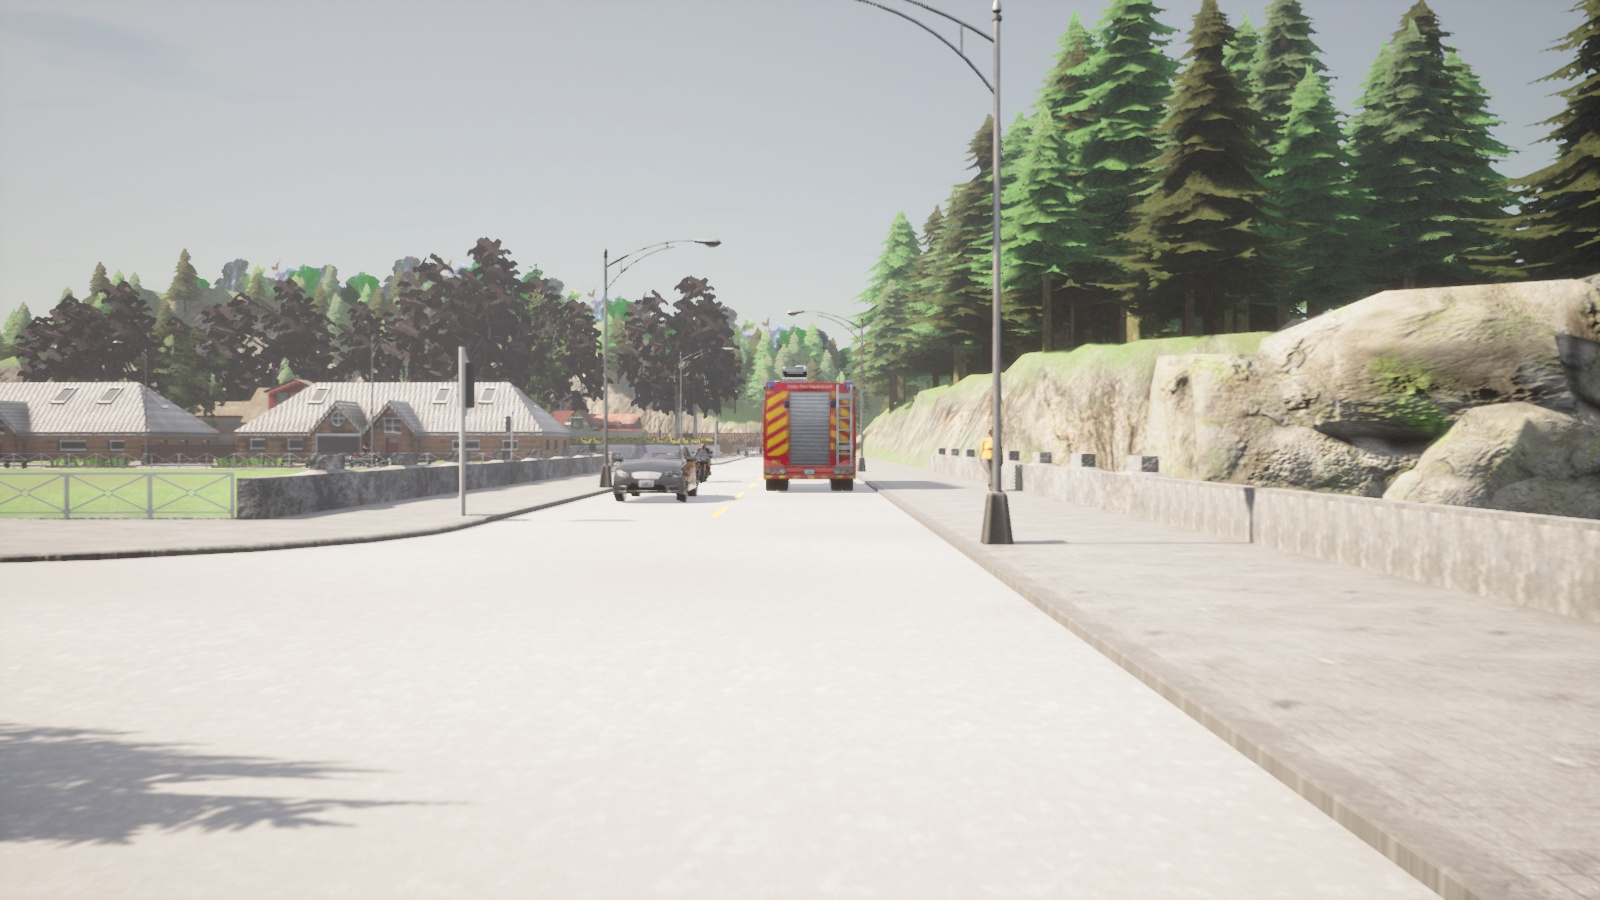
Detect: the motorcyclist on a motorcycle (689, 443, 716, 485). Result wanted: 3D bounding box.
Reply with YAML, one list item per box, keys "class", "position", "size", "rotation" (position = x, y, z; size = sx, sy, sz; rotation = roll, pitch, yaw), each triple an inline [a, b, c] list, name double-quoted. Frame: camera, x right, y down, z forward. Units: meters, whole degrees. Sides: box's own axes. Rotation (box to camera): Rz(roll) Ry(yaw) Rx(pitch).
- class: "motorcyclist on a motorcycle"
  position: [-3.654, 0.504, 47.217]
  size: [0.866, 1.530, 2.191]
  rotation: [0, 0, 0]

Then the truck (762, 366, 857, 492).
- class: "truck"
  position: [0.316, -0.664, 42.282]
  size: [2.891, 3.827, 8.468]
  rotation: [0, 0, 0]

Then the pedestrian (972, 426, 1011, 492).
- class: "pedestrian"
  position: [5.479, 0.252, 35.909]
  size: [0.874, 1.855, 0.900]
  rotation: [0, 0, -9]

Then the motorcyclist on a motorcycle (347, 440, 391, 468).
- class: "motorcyclist on a motorcycle"
  position: [-25.686, 0.241, 74.879]
  size: [2.350, 1.649, 0.766]
  rotation: [0, 0, 0]

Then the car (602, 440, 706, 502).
- class: "car"
  position: [-3.752, 0.507, 33.125]
  size: [2.128, 1.511, 4.902]
  rotation: [0, 0, 0]
